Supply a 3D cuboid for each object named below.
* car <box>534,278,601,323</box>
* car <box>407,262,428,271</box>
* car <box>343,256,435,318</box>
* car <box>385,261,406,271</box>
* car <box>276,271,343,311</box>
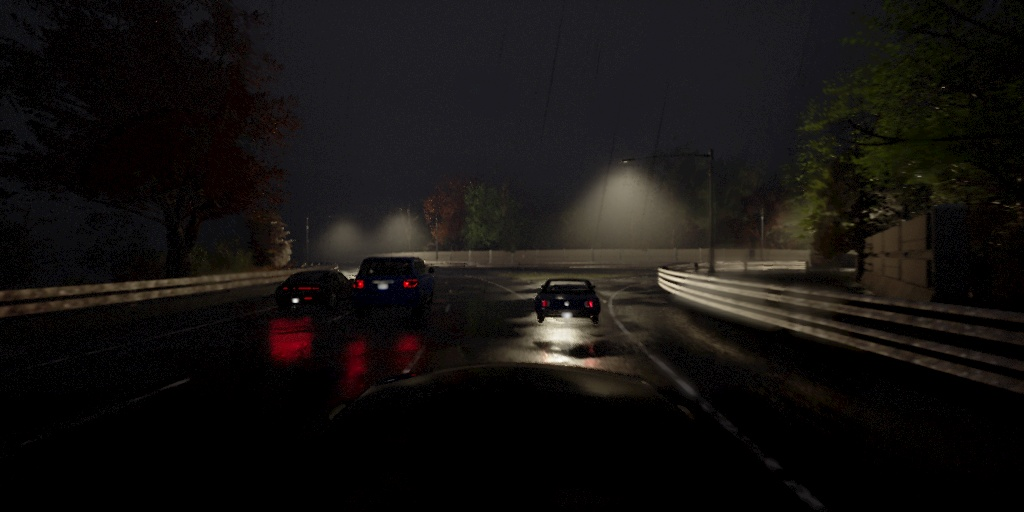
[{"bbox_3d":[1.938,1.389,12.297,1.895,1.301,4.718,0,0,10],"label":"car"},{"bbox_3d":[-15.218,1.657,57.689,1.895,1.301,4.718,0,0,-33],"label":"car"},{"bbox_3d":[-4.258,1.041,13.638,2.150,2.045,5.566,0,0,-7],"label":"car"},{"bbox_3d":[-18.230,1.539,55.908,1.882,1.535,5.008,0,0,-33],"label":"car"},{"bbox_3d":[-8.006,1.347,15.172,1.837,1.490,4.892,0,0,-7],"label":"car"}]
